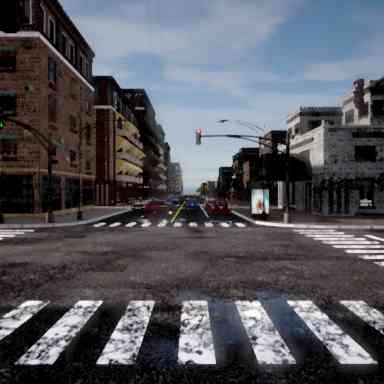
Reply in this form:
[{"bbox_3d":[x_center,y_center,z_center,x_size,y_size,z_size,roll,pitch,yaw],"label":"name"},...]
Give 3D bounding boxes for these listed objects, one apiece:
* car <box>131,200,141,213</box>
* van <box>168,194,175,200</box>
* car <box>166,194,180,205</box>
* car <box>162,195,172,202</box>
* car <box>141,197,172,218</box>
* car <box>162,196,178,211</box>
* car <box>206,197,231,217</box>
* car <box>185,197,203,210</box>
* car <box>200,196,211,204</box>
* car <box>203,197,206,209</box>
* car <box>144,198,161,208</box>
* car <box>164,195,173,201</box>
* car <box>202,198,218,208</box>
[{"bbox_3d":[-5.765,1.558,37.518,2.008,1.369,4.403,0,0,0],"label":"car"},{"bbox_3d":[-5.873,1.424,94.485,1.690,1.788,3.998,-1,0,0],"label":"van"},{"bbox_3d":[-3.157,1.576,59.956,2.033,1.411,5.357,0,0,0],"label":"car"},{"bbox_3d":[-5.841,1.492,77.394,1.967,1.590,4.097,0,0,0],"label":"car"},{"bbox_3d":[-3.154,1.481,30.634,1.882,1.535,5.008,0,0,0],"label":"car"},{"bbox_3d":[-3.170,1.558,40.964,2.033,1.411,5.357,0,0,0],"label":"car"},{"bbox_3d":[2.625,1.444,31.849,1.967,1.590,4.097,0,0,0],"label":"car"},{"bbox_3d":[0.022,1.559,43.090,2.033,1.411,5.357,0,0,0],"label":"car"},{"bbox_3d":[2.563,1.587,66.030,2.008,1.369,4.403,-1,0,0],"label":"car"},{"bbox_3d":[2.605,1.594,43.243,1.802,1.307,4.206,0,0,0],"label":"car"},{"bbox_3d":[-5.786,1.568,48.912,2.008,1.369,4.403,0,0,0],"label":"car"},{"bbox_3d":[-5.850,1.587,82.921,1.752,1.417,4.829,-1,0,0],"label":"car"},{"bbox_3d":[2.594,1.568,48.940,2.008,1.369,4.403,0,0,0],"label":"car"}]
